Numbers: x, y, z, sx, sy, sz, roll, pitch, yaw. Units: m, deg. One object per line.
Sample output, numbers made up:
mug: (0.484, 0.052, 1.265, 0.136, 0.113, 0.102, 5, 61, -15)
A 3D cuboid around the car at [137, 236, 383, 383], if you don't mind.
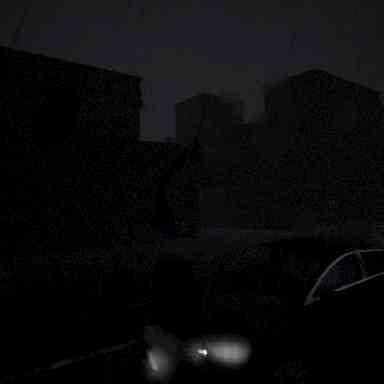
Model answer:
car: (1.617, 1.472, 4.838, 4.902, 1.511, 2.128, 0, 0, -36)
